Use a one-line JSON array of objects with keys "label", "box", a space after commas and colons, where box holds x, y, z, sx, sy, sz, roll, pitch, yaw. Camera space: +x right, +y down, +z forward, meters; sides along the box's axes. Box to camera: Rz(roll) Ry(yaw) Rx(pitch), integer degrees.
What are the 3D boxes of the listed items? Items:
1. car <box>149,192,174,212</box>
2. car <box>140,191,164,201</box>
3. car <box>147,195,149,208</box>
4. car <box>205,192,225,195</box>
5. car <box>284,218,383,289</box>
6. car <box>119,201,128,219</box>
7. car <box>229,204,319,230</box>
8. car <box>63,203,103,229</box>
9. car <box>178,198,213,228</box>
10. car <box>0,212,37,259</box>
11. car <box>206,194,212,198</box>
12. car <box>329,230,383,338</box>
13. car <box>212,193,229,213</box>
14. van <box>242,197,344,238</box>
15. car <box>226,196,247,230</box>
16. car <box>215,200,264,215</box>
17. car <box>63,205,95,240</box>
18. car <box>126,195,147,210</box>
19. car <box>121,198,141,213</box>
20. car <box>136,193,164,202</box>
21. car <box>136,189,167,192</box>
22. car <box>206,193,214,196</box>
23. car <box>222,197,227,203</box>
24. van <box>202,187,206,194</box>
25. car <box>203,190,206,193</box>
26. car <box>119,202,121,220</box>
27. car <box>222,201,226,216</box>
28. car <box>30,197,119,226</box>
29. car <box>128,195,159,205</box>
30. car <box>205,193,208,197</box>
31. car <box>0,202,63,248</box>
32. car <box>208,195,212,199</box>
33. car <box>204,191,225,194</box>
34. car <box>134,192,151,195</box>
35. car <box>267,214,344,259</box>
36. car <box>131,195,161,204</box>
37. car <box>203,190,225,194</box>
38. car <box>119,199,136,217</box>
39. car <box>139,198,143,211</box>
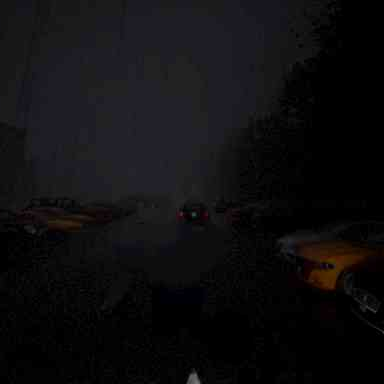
[{"label": "car", "box": [-3.554, 1.337, 41.124, 2.150, 2.045, 5.566, 0, 1, 0]}, {"label": "car", "box": [-7.942, 0.801, 66.359, 4.553, 1.767, 2.185, 0, 2, 0]}, {"label": "car", "box": [-8.022, 1.540, 46.863, 4.792, 1.488, 2.163, 0, 1, 0]}, {"label": "car", "box": [5.283, 1.235, 58.052, 5.366, 1.575, 1.946, 0, 2, 0]}, {"label": "car", "box": [5.053, 1.534, 7.888, 5.008, 1.535, 2.097, 0, 0, 0]}, {"label": "car", "box": [-8.042, 1.681, 27.354, 4.792, 1.488, 2.163, 0, 0, 0]}, {"label": "car", "box": [5.247, 1.620, 21.812, 5.366, 1.575, 1.946, 0, 0, 0]}, {"label": "car", "box": [-8.026, 1.603, 19.002, 5.008, 1.535, 2.097, 0, 0, 0]}, {"label": "car", "box": [0.123, 1.504, 23.300, 2.097, 1.767, 4.553, 0, 0, 0]}, {"label": "car", "box": [-8.023, 1.552, 10.653, 4.892, 1.521, 2.231, 0, 0, 0]}, {"label": "car", "box": [5.084, 1.454, 49.818, 5.008, 1.535, 2.097, 0, 1, 0]}, {"label": "car", "box": [5.051, 1.517, 5.103, 4.892, 1.521, 2.231, 0, 0, 0]}, {"label": "car", "box": [5.101, 1.403, 33.087, 5.566, 2.045, 2.435, 0, 0, 0]}, {"label": "van", "box": [4.940, 1.362, 16.244, 4.442, 1.987, 1.878, 0, 0, 0]}, {"label": "car", "box": [5.031, 1.354, 19.029, 5.566, 2.045, 2.435, 0, 0, 0]}, {"label": "car", "box": [5.081, 1.642, 35.877, 5.008, 1.535, 2.097, 0, 0, 0]}, {"label": "car", "box": [-7.838, 1.583, 16.219, 5.366, 1.575, 1.946, 0, 0, 0]}, {"label": "car", "box": [-7.970, 1.496, 38.506, 4.553, 1.767, 2.185, 0, 0, 0]}, {"label": "car", "box": [-8.013, 1.652, 32.931, 5.008, 1.535, 2.097, 0, 0, 0]}, {"label": "car", "box": [-7.982, 1.039, 63.588, 5.008, 1.535, 2.097, 0, 2, 0]}, {"label": "car", "box": [-7.951, 0.892, 60.787, 5.566, 2.045, 2.435, 0, 2, 0]}, {"label": "car", "box": [5.087, 1.391, 52.607, 5.008, 1.535, 2.097, 0, 1, 0]}, {"label": "car", "box": [5.099, 1.528, 27.507, 4.553, 1.767, 2.185, 0, 0, 0]}, {"label": "van", "box": [4.985, 0.459, 71.990, 4.442, 1.987, 1.878, -1, 2, 0]}, {"label": "car", "box": [5.112, 0.839, 69.330, 4.674, 1.452, 2.002, 0, 2, 0]}, {"label": "car", "box": [-8.018, 1.678, 24.568, 4.674, 1.452, 2.002, 0, 0, 0]}, {"label": "car", "box": [5.059, 1.641, 24.721, 5.008, 1.535, 2.097, 0, 0, 0]}, {"label": "car", "box": [-7.990, 1.369, 21.787, 5.566, 2.045, 2.435, 0, 0, 0]}, {"label": "car", "box": [-8.014, 1.352, 55.231, 4.792, 1.488, 2.163, 0, 1, 0]}, {"label": "car", "box": [5.066, 1.348, 55.398, 4.792, 1.488, 2.163, 0, 2, 0]}, {"label": "car", "box": [-8.058, 1.444, 13.562, 4.553, 1.767, 2.185, 0, 0, 0]}, {"label": "car", "box": [5.081, 1.513, 46.901, 4.892, 1.521, 2.231, 0, 1, 0]}, {"label": "car", "box": [5.286, 1.140, 60.846, 5.366, 1.575, 1.946, 0, 2, 0]}, {"label": "car", "box": [-8.022, 1.331, 49.647, 4.553, 1.767, 2.185, 0, 1, 0]}, {"label": "car", "box": [5.053, 1.593, 10.673, 4.674, 1.452, 2.002, 0, 0, 0]}, {"label": "car", "box": [-7.988, 1.239, 58.008, 4.892, 1.521, 2.231, 0, 2, 0]}, {"label": "car", "box": [5.109, 0.960, 66.548, 4.674, 1.452, 2.002, 0, 2, 0]}, {"label": "car", "box": [-8.015, 1.656, 30.141, 5.008, 1.535, 2.097, 0, 0, 0]}, {"label": "car", "box": [-8.002, 1.681, 35.720, 4.674, 1.452, 2.002, 0, 0, 0]}]
